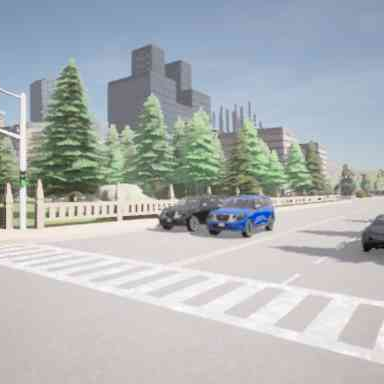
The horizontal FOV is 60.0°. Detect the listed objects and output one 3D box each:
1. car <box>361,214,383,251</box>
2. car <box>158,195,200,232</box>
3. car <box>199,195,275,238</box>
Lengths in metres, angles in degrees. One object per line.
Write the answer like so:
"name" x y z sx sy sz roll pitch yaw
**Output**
"car" 8.151 1.565 13.374 1.994 1.385 4.181 0 0 36
"car" 0.301 1.237 20.739 2.150 2.045 5.566 0 0 35
"car" 2.854 1.233 18.373 2.150 2.045 5.566 0 0 32
